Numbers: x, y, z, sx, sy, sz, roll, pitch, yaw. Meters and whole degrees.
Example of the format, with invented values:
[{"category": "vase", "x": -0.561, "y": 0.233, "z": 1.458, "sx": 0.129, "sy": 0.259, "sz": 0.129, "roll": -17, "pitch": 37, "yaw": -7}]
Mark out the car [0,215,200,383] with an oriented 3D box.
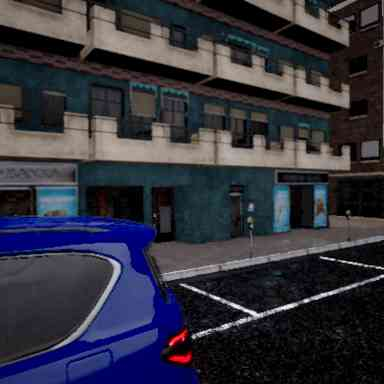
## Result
[{"category": "car", "x": -2.545, "y": 1.230, "z": 1.564, "sx": 5.566, "sy": 2.045, "sz": 2.150, "roll": 0, "pitch": 0, "yaw": -35}]
